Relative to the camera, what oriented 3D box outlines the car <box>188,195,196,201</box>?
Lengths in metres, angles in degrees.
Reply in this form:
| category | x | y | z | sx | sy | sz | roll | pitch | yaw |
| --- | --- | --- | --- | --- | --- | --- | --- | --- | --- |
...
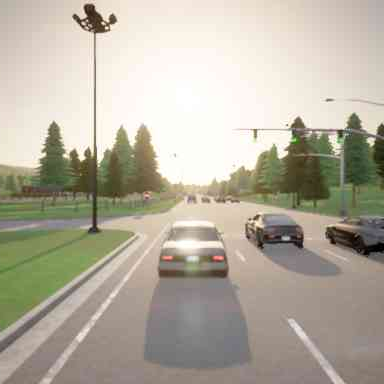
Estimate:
| category | x | y | z | sx | sy | sz | roll | pitch | yaw |
| --- | --- | --- | --- | --- | --- | --- | --- | --- | --- |
| car | 0.002 | 1.628 | 91.200 | 2.097 | 1.767 | 4.553 | 0 | 0 | 0 |

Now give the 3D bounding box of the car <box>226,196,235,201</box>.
| category | x | y | z | sx | sy | sz | roll | pitch | yaw |
| --- | --- | --- | --- | --- | --- | --- | --- | --- | --- |
| car | 10.502 | 1.798 | 91.229 | 1.812 | 1.442 | 4.674 | 0 | 0 | 0 |

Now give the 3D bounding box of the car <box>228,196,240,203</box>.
| category | x | y | z | sx | sy | sz | roll | pitch | yaw |
| --- | --- | --- | --- | --- | --- | --- | --- | --- | --- |
| car | 10.502 | 1.981 | 81.254 | 1.895 | 1.301 | 4.718 | 0 | 0 | 0 |

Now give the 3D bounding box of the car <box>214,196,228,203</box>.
| category | x | y | z | sx | sy | sz | roll | pitch | yaw |
| --- | --- | --- | --- | --- | --- | --- | --- | --- | --- |
| car | 7.002 | 1.740 | 81.196 | 2.097 | 1.767 | 4.553 | 0 | 0 | 0 |

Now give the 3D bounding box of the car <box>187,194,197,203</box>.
| category | x | y | z | sx | sy | sz | roll | pitch | yaw |
| --- | --- | --- | --- | --- | --- | --- | --- | --- | --- |
| car | 0.002 | 1.607 | 80.840 | 2.150 | 2.045 | 5.566 | 0 | 0 | 0 |

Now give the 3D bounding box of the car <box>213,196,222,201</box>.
| category | x | y | z | sx | sy | sz | roll | pitch | yaw |
| --- | --- | --- | --- | --- | --- | --- | --- | --- | --- |
| car | 7.002 | 1.813 | 91.229 | 2.033 | 1.411 | 5.357 | 0 | 0 | 0 |

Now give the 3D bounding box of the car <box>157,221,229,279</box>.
| category | x | y | z | sx | sy | sz | roll | pitch | yaw |
| --- | --- | --- | --- | --- | --- | --- | --- | --- | --- |
| car | 0.053 | 1.598 | 10.191 | 2.033 | 1.411 | 5.357 | 0 | 0 | 1 |

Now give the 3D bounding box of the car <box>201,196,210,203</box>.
| category | x | y | z | sx | sy | sz | roll | pitch | yaw |
| --- | --- | --- | --- | --- | --- | --- | --- | --- | --- |
| car | 3.502 | 1.922 | 80.808 | 2.033 | 1.411 | 5.357 | 0 | 0 | 0 |

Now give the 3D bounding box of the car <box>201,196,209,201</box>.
| category | x | y | z | sx | sy | sz | roll | pitch | yaw |
| --- | --- | --- | --- | --- | --- | --- | --- | --- | --- |
| car | 3.502 | 1.751 | 91.229 | 1.882 | 1.535 | 5.008 | 0 | 0 | 0 |

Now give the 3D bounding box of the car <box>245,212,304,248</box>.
| category | x | y | z | sx | sy | sz | roll | pitch | yaw |
| --- | --- | --- | --- | --- | --- | --- | --- | --- | --- |
| car | 3.580 | 1.598 | 14.939 | 1.812 | 1.442 | 4.674 | 0 | 0 | 0 |

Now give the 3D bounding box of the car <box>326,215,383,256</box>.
| category | x | y | z | sx | sy | sz | roll | pitch | yaw |
| --- | --- | --- | --- | --- | --- | --- | --- | --- | --- |
| car | 7.078 | 1.631 | 13.504 | 1.994 | 1.385 | 4.181 | 0 | 0 | 0 |
